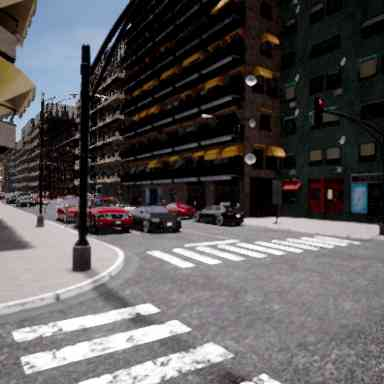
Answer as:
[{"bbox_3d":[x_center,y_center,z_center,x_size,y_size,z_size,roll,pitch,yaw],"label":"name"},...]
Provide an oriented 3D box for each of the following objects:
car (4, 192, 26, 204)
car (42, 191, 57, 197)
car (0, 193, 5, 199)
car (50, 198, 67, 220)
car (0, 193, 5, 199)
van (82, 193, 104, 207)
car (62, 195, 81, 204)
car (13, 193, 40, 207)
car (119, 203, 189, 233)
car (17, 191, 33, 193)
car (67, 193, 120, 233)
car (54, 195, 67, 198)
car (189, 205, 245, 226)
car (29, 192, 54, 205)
[{"bbox_3d":[-27.071,1.052,50.909,1.947,1.339,4.313,2,-1,-34],"label":"car"},{"bbox_3d":[-29.536,0.792,69.408,2.192,1.841,5.009,2,-1,-34],"label":"car"},{"bbox_3d":[-42.765,0.798,73.921,1.802,1.307,4.206,2,-1,-34],"label":"car"},{"bbox_3d":[-8.238,1.358,23.295,1.887,1.381,4.507,2,-1,-34],"label":"car"},{"bbox_3d":[-39.626,0.814,69.320,1.887,1.381,4.507,2,-1,-34],"label":"car"},{"bbox_3d":[-13.844,1.090,46.397,1.690,1.788,3.998,2,-1,-34],"label":"van"},{"bbox_3d":[-20.126,1.185,55.598,1.887,1.381,4.507,2,-1,-34],"label":"car"},{"bbox_3d":[-20.793,1.161,41.705,1.947,1.339,4.313,2,-1,-34],"label":"car"},{"bbox_3d":[-2.300,1.491,19.160,1.994,1.385,4.181,1,0,-34],"label":"car"},{"bbox_3d":[-41.253,0.748,81.787,1.837,1.490,4.892,1,0,-34],"label":"car"},{"bbox_3d":[-5.092,1.183,18.695,2.192,1.841,5.009,2,-1,-34],"label":"car"},{"bbox_3d":[-11.681,1.311,32.924,2.033,1.411,5.357,1,0,-34],"label":"car"},{"bbox_3d":[1.844,1.588,23.381,1.947,1.339,4.313,2,-1,-34],"label":"car"},{"bbox_3d":[-21.747,1.112,47.860,1.882,1.535,5.008,1,0,-34],"label":"car"}]
